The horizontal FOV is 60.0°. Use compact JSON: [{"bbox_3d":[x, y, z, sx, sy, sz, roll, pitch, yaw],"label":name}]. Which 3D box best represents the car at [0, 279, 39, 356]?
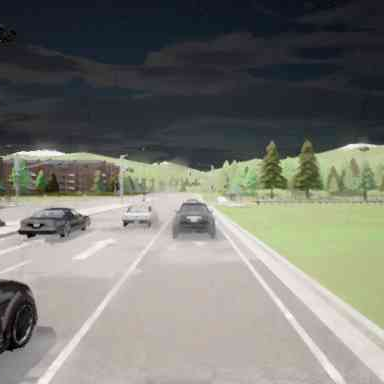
[{"bbox_3d":[-3.401,1.556,3.534,1.994,1.385,4.181,0,0,0],"label":"car"}]

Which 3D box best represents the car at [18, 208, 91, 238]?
[{"bbox_3d":[-6.905,1.510,17.282,2.033,1.411,5.357,0,0,0],"label":"car"}]

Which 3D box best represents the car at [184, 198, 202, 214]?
[{"bbox_3d":[0.070,1.451,35.026,1.812,1.442,4.674,0,0,0],"label":"car"}]

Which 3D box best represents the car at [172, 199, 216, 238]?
[{"bbox_3d":[0.095,1.315,17.455,2.097,1.767,4.553,0,0,0],"label":"car"}]

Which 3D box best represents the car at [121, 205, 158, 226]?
[{"bbox_3d":[-3.407,1.552,22.646,1.895,1.301,4.718,0,0,0],"label":"car"}]
